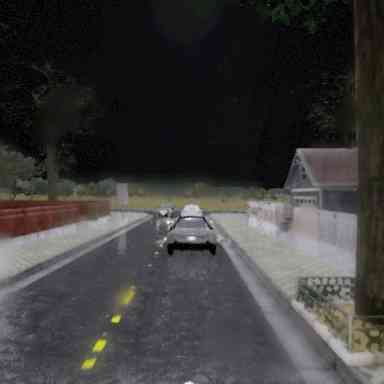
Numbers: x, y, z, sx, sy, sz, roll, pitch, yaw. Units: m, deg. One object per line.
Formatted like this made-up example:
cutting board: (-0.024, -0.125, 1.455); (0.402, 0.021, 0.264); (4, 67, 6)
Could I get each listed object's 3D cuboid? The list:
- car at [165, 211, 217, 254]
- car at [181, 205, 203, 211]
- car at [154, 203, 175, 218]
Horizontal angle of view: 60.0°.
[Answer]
car: (-0.004, 1.714, 14.328); (1.994, 1.385, 4.181); (0, -1, 0)
car: (-0.011, 1.854, 29.408); (1.812, 1.442, 4.674); (0, -1, 0)
car: (-2.772, 1.882, 34.446); (2.128, 1.511, 4.902); (0, -1, 0)
